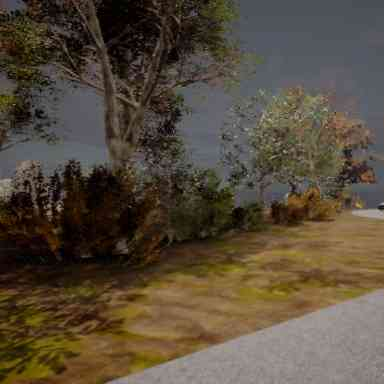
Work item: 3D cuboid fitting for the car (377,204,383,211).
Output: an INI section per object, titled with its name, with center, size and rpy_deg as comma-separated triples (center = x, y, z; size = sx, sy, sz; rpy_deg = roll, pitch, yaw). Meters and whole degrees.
[car]
center = 25.021, 1.762, 41.439
size = 4.718, 1.301, 1.895
rpy_deg = 0, 0, -37
